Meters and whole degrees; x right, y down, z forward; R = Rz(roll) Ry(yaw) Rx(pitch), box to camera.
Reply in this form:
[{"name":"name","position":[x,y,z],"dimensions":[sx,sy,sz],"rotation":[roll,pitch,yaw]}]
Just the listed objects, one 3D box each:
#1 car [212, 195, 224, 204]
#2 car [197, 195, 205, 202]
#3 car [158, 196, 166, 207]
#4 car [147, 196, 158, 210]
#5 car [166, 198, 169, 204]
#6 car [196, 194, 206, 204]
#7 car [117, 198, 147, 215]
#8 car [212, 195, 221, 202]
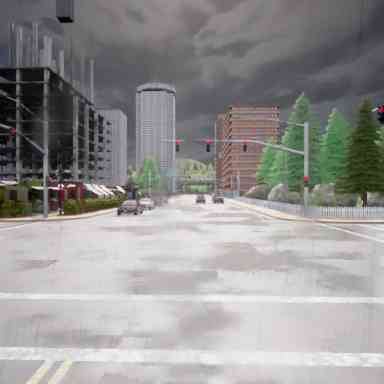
[{"name":"car","position":[5.255,1.526,65.670],"dimensions":[1.812,1.442,4.674],"rotation":[0,0,1]},{"name":"car","position":[1.976,1.327,74.624],"dimensions":[1.837,1.490,4.892],"rotation":[0,0,1]},{"name":"car","position":[-5.687,1.352,51.726],"dimensions":[2.097,1.767,4.553],"rotation":[0,0,1]},{"name":"car","position":[-5.918,1.526,42.721],"dimensions":[1.812,1.442,4.674],"rotation":[0,0,1]},{"name":"car","position":[-5.415,1.564,61.648],"dimensions":[1.994,1.385,4.181],"rotation":[0,0,2]},{"name":"car","position":[1.748,1.601,65.439],"dimensions":[1.895,1.301,4.718],"rotation":[0,0,1]},{"name":"car","position":[-6.162,1.526,33.631],"dimensions":[1.812,1.442,4.674],"rotation":[0,0,2]},{"name":"car","position":[5.476,1.422,74.566],"dimensions":[1.895,1.301,4.718],"rotation":[0,0,1]}]
